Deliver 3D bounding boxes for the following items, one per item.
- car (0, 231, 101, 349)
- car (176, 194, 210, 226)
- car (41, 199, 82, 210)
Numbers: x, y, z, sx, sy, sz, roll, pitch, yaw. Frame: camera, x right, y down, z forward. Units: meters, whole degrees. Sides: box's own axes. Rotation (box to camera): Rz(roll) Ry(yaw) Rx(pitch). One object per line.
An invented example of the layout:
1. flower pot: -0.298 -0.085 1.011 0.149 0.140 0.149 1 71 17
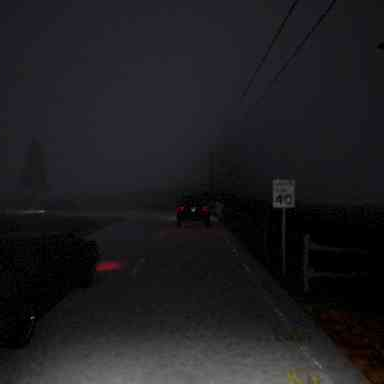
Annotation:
1. car: -3.294 1.527 6.489 2.033 1.411 5.357 0 0 0
2. car: 0.078 1.154 22.725 2.150 2.045 5.566 0 1 0
3. car: -14.123 1.452 35.997 4.181 1.385 1.994 0 0 6
